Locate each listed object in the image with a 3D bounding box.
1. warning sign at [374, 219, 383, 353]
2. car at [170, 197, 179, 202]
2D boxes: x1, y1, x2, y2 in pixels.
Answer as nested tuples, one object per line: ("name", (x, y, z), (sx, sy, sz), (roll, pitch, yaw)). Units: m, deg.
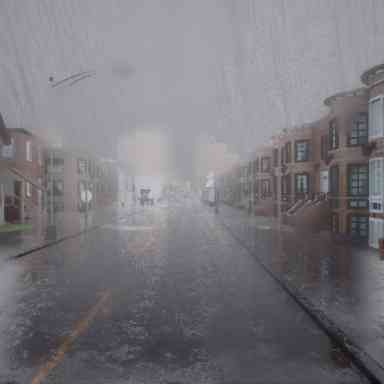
("warning sign", (3.350, 1.335, 4.391), (1.300, 1.860, 1.060), (0, 0, 0))
("car", (-4.000, 1.774, 75.926), (1.895, 1.301, 4.718), (0, 0, 0))
